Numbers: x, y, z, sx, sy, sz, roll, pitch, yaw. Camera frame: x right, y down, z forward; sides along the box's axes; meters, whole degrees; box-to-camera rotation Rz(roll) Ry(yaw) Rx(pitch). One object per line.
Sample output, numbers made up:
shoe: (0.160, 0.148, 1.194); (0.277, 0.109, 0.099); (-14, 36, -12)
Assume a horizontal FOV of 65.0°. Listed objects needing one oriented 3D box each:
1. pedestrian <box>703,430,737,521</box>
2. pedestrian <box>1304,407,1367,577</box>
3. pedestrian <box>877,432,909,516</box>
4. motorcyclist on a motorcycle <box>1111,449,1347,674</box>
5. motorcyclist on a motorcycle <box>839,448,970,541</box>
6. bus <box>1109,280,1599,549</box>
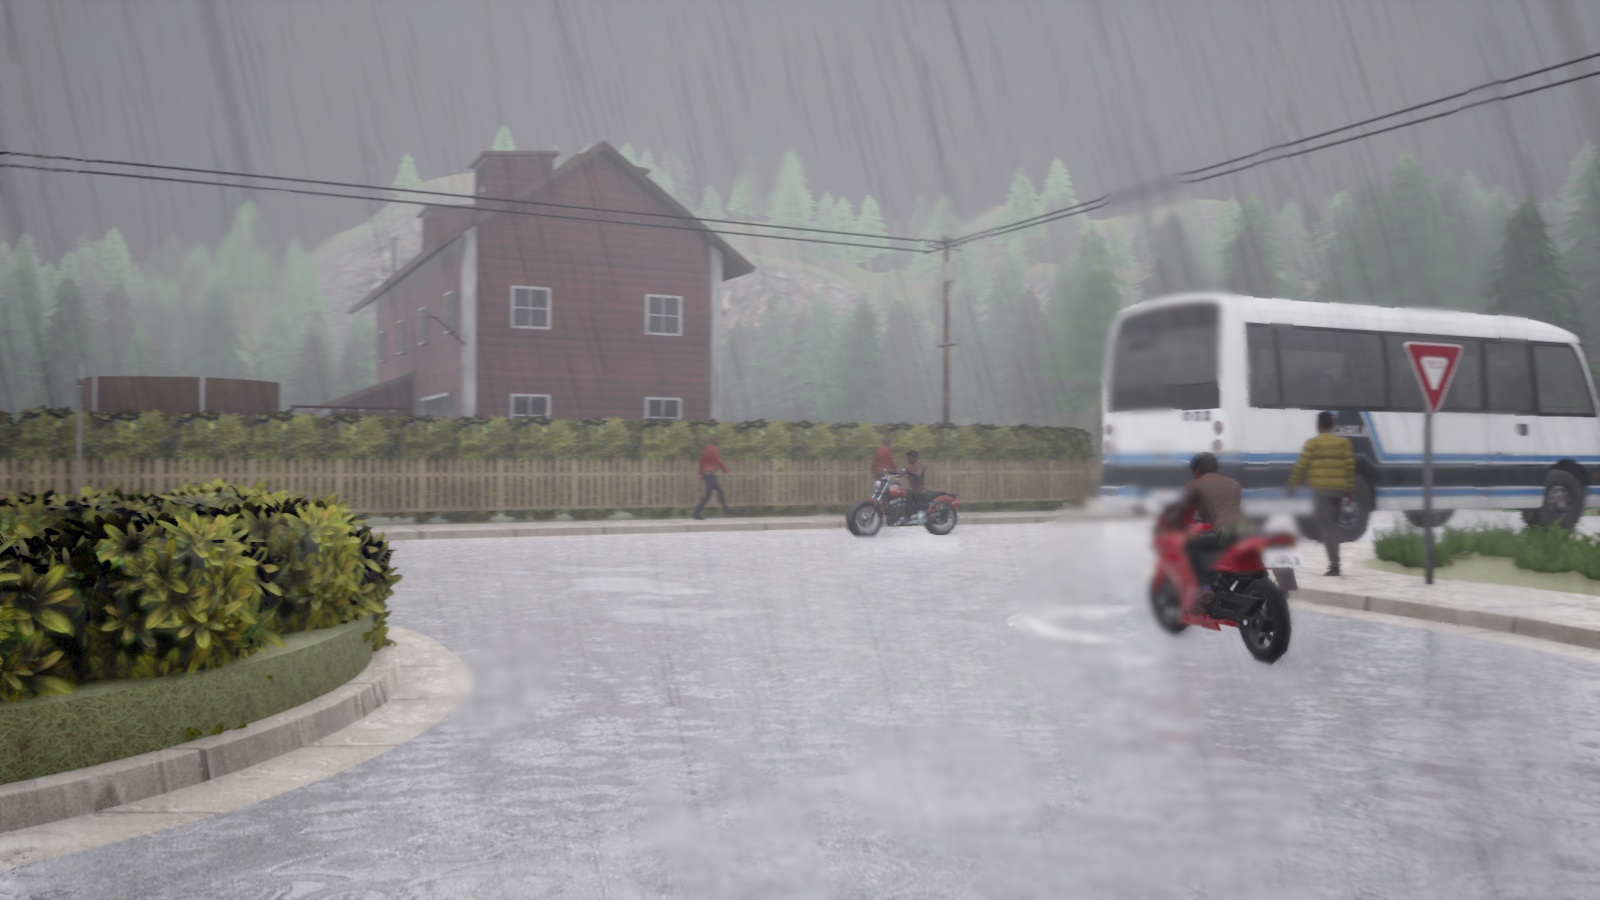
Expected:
pedestrian: (-1.650, 0.524, 25.896); (0.636, 1.846, 0.331); (0, 0, -28)
pedestrian: (5.952, 0.456, 13.987); (0.431, 1.840, 0.709); (0, 0, 4)
pedestrian: (2.055, 0.527, 27.736); (0.636, 1.846, 0.331); (0, 0, -27)
motorcyclist on a motorcycle: (3.214, 0.767, 9.666); (0.797, 1.523, 2.044); (-1, 0, -11)
motorcyclist on a motorcycle: (1.942, 0.801, 23.196); (2.350, 1.649, 0.766); (0, 0, -26)
bus: (11.263, -0.539, 23.821); (10.273, 4.253, 3.944); (0, -1, -25)
